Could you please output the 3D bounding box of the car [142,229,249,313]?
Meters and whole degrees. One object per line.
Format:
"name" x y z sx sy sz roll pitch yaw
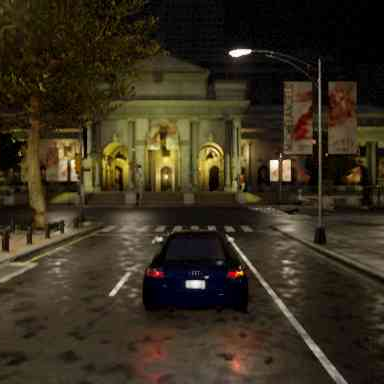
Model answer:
"car" 0.076 1.548 7.716 1.994 1.385 4.181 0 0 0

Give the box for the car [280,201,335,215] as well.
"car" 11.007 1.537 31.784 4.718 1.301 1.895 0 0 -1
